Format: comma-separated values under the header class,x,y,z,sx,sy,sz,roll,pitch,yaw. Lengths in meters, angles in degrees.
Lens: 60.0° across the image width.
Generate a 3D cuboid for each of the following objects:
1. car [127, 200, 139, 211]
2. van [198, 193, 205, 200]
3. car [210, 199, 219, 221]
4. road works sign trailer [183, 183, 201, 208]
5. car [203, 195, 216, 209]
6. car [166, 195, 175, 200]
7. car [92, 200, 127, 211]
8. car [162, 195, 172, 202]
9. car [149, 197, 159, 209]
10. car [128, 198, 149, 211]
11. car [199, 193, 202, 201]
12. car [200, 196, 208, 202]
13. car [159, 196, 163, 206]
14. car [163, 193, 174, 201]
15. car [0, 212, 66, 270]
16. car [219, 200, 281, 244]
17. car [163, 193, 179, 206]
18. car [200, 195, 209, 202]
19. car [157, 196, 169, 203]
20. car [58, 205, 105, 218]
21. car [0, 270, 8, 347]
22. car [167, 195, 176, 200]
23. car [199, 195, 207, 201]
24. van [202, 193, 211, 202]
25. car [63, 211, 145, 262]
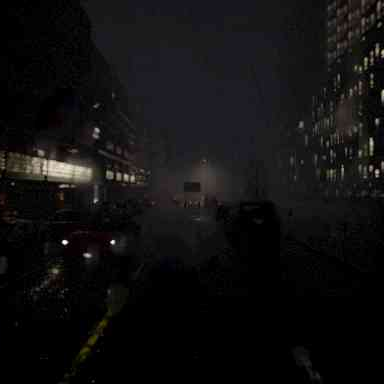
class,x,y,z,sx,sy,sz,roll,pitch,yaw
car,-5.696,1.535,26.512,1.802,1.307,4.206,0,0,0
van,2.683,1.244,92.830,1.690,1.788,3.998,0,0,0
car,2.685,1.497,26.511,1.887,1.381,4.507,0,0,0
road works sign trailer,-0.001,0.389,46.613,2.380,3.560,2.880,0,0,0
car,2.685,1.454,43.261,1.752,1.417,4.829,0,0,0
car,-5.695,1.454,87.304,2.008,1.369,4.403,0,0,0
car,-5.696,1.402,20.984,1.967,1.590,4.097,0,0,0
car,-5.696,1.432,76.081,1.752,1.417,4.829,0,0,0
car,-5.695,1.455,42.921,1.752,1.417,4.829,0,0,0
car,-5.696,1.385,32.037,1.967,1.590,4.097,0,0,0
car,2.684,1.351,65.197,1.967,1.590,4.097,0,0,0
car,2.684,1.488,76.251,1.802,1.307,4.206,0,0,0
car,-5.695,1.468,48.617,1.887,1.381,4.507,0,0,0
car,-5.698,1.220,81.777,2.192,1.841,5.009,0,0,0
car,-5.695,1.531,9.931,2.008,1.369,4.403,0,0,0
car,2.684,1.285,15.456,2.192,1.841,5.009,0,0,0
car,-3.074,1.411,53.123,2.128,1.511,4.902,0,0,0
car,2.684,1.434,70.894,1.752,1.417,4.829,0,0,0
car,-5.696,1.456,65.197,1.887,1.381,4.507,0,0,0
car,-5.695,1.516,15.457,1.887,1.381,4.507,0,0,0
car,-3.100,1.598,1.552,1.895,1.301,4.718,0,0,0
car,-5.696,1.454,92.831,2.008,1.369,4.403,0,0,0
car,2.684,1.486,81.777,1.802,1.307,4.206,0,0,0
van,2.684,1.264,48.616,1.690,1.788,3.998,0,0,0
car,-3.080,1.577,12.096,1.895,1.301,4.718,0,0,0
